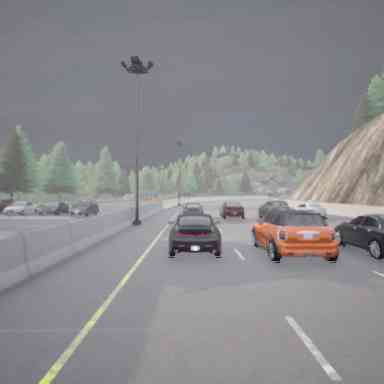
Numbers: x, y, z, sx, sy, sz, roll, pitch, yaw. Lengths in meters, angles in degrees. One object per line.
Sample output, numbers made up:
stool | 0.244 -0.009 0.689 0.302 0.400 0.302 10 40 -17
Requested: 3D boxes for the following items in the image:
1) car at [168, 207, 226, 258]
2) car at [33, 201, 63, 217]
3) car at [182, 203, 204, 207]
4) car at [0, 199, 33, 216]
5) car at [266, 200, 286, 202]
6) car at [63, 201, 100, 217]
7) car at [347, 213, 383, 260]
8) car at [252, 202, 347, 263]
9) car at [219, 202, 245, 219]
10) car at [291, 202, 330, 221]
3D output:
car | 0.104 1.572 13.122 1.837 1.490 4.892 0 0 0
car | -14.072 1.699 34.177 1.812 1.442 4.674 0 0 0
car | 0.093 1.678 30.056 1.812 1.442 4.674 0 0 0
car | -17.571 1.700 34.417 1.812 1.442 4.674 0 0 0
car | 7.108 1.497 28.707 2.097 1.767 4.553 0 0 0
car | -10.574 1.659 32.971 2.128 1.511 4.902 0 0 0
car | 7.104 1.569 12.658 1.837 1.490 4.892 0 0 0
car | 3.603 1.415 12.436 2.097 1.767 4.553 0 0 0
car | 3.608 1.632 30.559 1.882 1.535 5.008 0 0 0
car | 10.593 1.677 30.038 1.812 1.442 4.674 0 0 0
